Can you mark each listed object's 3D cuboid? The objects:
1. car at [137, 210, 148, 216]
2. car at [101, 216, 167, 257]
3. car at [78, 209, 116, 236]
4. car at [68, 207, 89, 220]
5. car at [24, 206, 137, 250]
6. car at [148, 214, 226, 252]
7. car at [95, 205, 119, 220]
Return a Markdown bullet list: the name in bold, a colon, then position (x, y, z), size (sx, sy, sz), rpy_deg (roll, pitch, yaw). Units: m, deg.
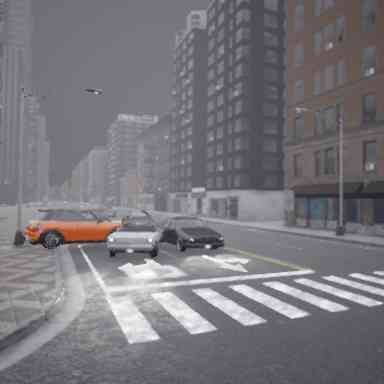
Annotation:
- **car**: position (-4.086, 2.124, 25.172), size (1.812, 1.442, 4.674), rpy_deg (1, -2, -23)
- **car**: position (-2.308, 1.923, 14.487), size (1.895, 1.301, 4.718), rpy_deg (1, -1, -1)
- **car**: position (-6.626, 2.004, 22.829), size (1.837, 1.490, 4.892), rpy_deg (1, -1, -23)
- **car**: position (-12.988, 2.402, 37.944), size (1.994, 1.385, 4.181), rpy_deg (1, -2, -23)
- **car**: position (-5.279, 1.631, 15.724), size (4.553, 1.767, 2.097), rpy_deg (4, -4, -41)
- **car**: position (-0.339, 1.951, 16.335), size (2.033, 1.411, 5.357), rpy_deg (1, -2, -23)
- **car**: position (-10.247, 2.417, 39.816), size (2.128, 1.511, 4.902), rpy_deg (1, -2, -23)
